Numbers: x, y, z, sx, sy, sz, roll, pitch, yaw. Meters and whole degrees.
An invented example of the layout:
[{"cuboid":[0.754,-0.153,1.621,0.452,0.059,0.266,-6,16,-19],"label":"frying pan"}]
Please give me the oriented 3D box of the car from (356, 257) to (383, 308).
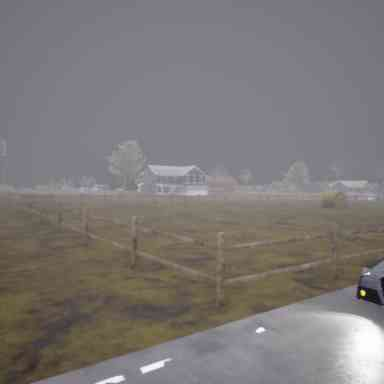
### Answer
[{"cuboid":[5.226,1.584,6.801,4.181,1.385,1.994,0,0,-36],"label":"car"}]
